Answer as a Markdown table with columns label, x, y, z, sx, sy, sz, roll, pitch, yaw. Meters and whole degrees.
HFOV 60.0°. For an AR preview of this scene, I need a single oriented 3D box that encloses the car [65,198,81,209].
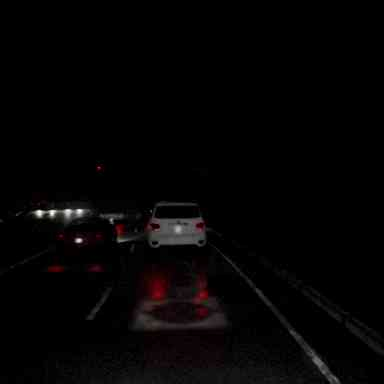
| label | x | y | z | sx | sy | sz | roll | pitch | yaw |
| --- | --- | --- | --- | --- | --- | --- | --- | --- | --- |
| car | -17.114 | 1.596 | 47.685 | 1.837 | 1.490 | 4.892 | -1 | 2 | -24 |

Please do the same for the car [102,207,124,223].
| label | x | y | z | sx | sy | sz | roll | pitch | yaw |
| --- | --- | --- | --- | --- | --- | --- | --- | --- | --- |
| car | -6.918 | 1.936 | 28.680 | 1.895 | 1.301 | 4.718 | -1 | 0 | -14 |

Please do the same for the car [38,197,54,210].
| label | x | y | z | sx | sy | sz | roll | pitch | yaw |
| --- | --- | --- | --- | --- | --- | --- | --- | --- | --- |
| car | -20.390 | 1.497 | 46.445 | 2.097 | 1.767 | 4.553 | -1 | 3 | -24 |

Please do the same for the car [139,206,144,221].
| label | x | y | z | sx | sy | sz | roll | pitch | yaw |
| --- | --- | --- | --- | --- | --- | --- | --- | --- | --- |
| car | -3.571 | 1.786 | 29.702 | 2.128 | 1.511 | 4.902 | -1 | 0 | -14 |

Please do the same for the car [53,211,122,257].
| label | x | y | z | sx | sy | sz | roll | pitch | yaw |
| --- | --- | --- | --- | --- | --- | --- | --- | --- | --- |
| car | -4.274 | 1.730 | 13.875 | 1.994 | 1.385 | 4.181 | 0 | -1 | -7 |

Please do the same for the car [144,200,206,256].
| label | x | y | z | sx | sy | sz | roll | pitch | yaw |
| --- | --- | --- | --- | --- | --- | --- | --- | --- | --- |
| car | -0.765 | 1.358 | 14.024 | 2.150 | 2.045 | 5.566 | 0 | 0 | -6 |
